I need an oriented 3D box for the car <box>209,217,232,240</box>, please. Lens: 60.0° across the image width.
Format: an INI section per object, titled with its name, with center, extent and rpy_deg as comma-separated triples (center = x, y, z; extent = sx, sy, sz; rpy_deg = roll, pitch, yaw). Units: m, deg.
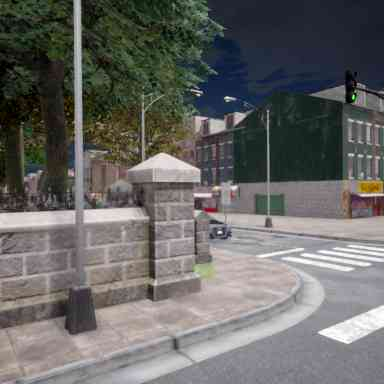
[car]
center = 0.164, 1.775, 17.494
extent = 1.994, 1.385, 4.181
rpy_deg = -1, 0, -36
